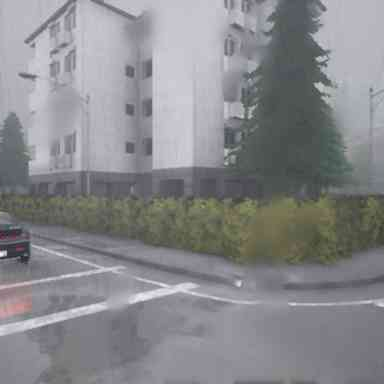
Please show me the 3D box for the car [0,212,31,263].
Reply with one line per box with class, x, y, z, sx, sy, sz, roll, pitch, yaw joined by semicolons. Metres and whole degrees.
car;-6.525;1.367;10.345;1.837;1.490;4.892;-1;0;-42
